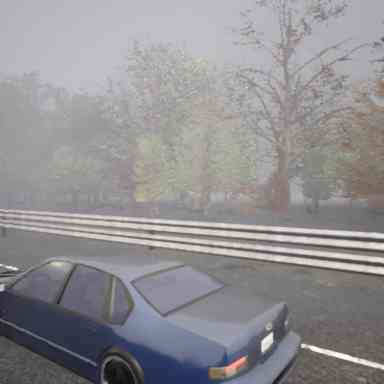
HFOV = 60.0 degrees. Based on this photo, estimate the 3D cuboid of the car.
[{"bbox_3d":[-1.290,1.549,4.795,5.357,1.411,2.033,0,0,36],"label":"car"}]
